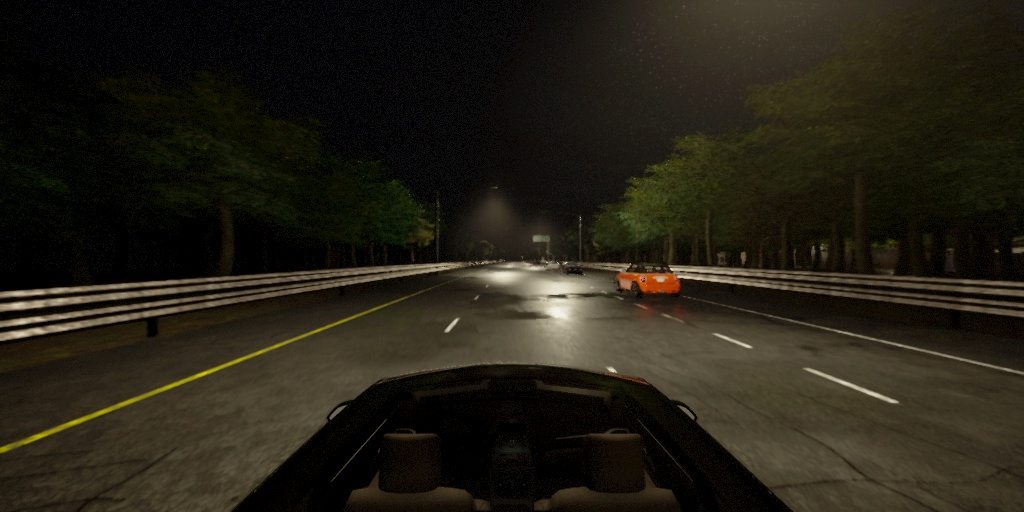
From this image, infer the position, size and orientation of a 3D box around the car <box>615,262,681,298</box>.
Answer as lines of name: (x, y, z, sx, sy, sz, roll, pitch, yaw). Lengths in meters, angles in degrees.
car: (7.013, 1.169, 19.056, 2.097, 1.767, 4.553, 0, 0, 0)

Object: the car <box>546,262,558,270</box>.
car: (7.189, 1.737, 62.448, 1.812, 1.442, 4.674, 0, -1, 0)

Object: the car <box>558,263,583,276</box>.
car: (7.081, 1.564, 42.464, 2.033, 1.411, 5.357, 0, -1, 0)
